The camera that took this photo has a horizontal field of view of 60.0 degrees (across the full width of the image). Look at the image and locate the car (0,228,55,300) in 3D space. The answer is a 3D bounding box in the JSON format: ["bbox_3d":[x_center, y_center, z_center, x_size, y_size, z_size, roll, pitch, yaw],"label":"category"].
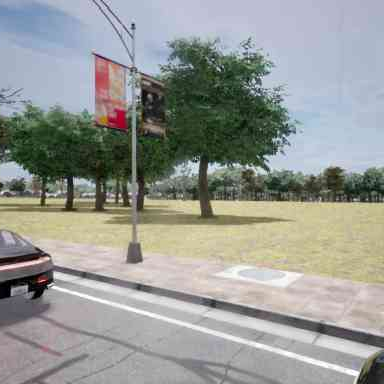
[{"bbox_3d":[-4.974,1.515,7.209,4.902,1.511,2.128,0,0,36],"label":"car"}]

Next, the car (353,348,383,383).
[{"bbox_3d":[3.298,1.493,1.322,4.902,1.511,2.128,0,0,36],"label":"car"}]
